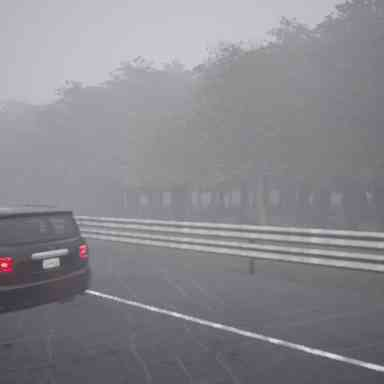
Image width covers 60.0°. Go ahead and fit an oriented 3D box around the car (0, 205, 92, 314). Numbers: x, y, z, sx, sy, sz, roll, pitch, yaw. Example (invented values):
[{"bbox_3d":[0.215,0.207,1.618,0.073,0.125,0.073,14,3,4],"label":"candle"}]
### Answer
[{"bbox_3d":[-4.519,1.305,7.204,5.566,2.045,2.150,0,0,37],"label":"car"}]
